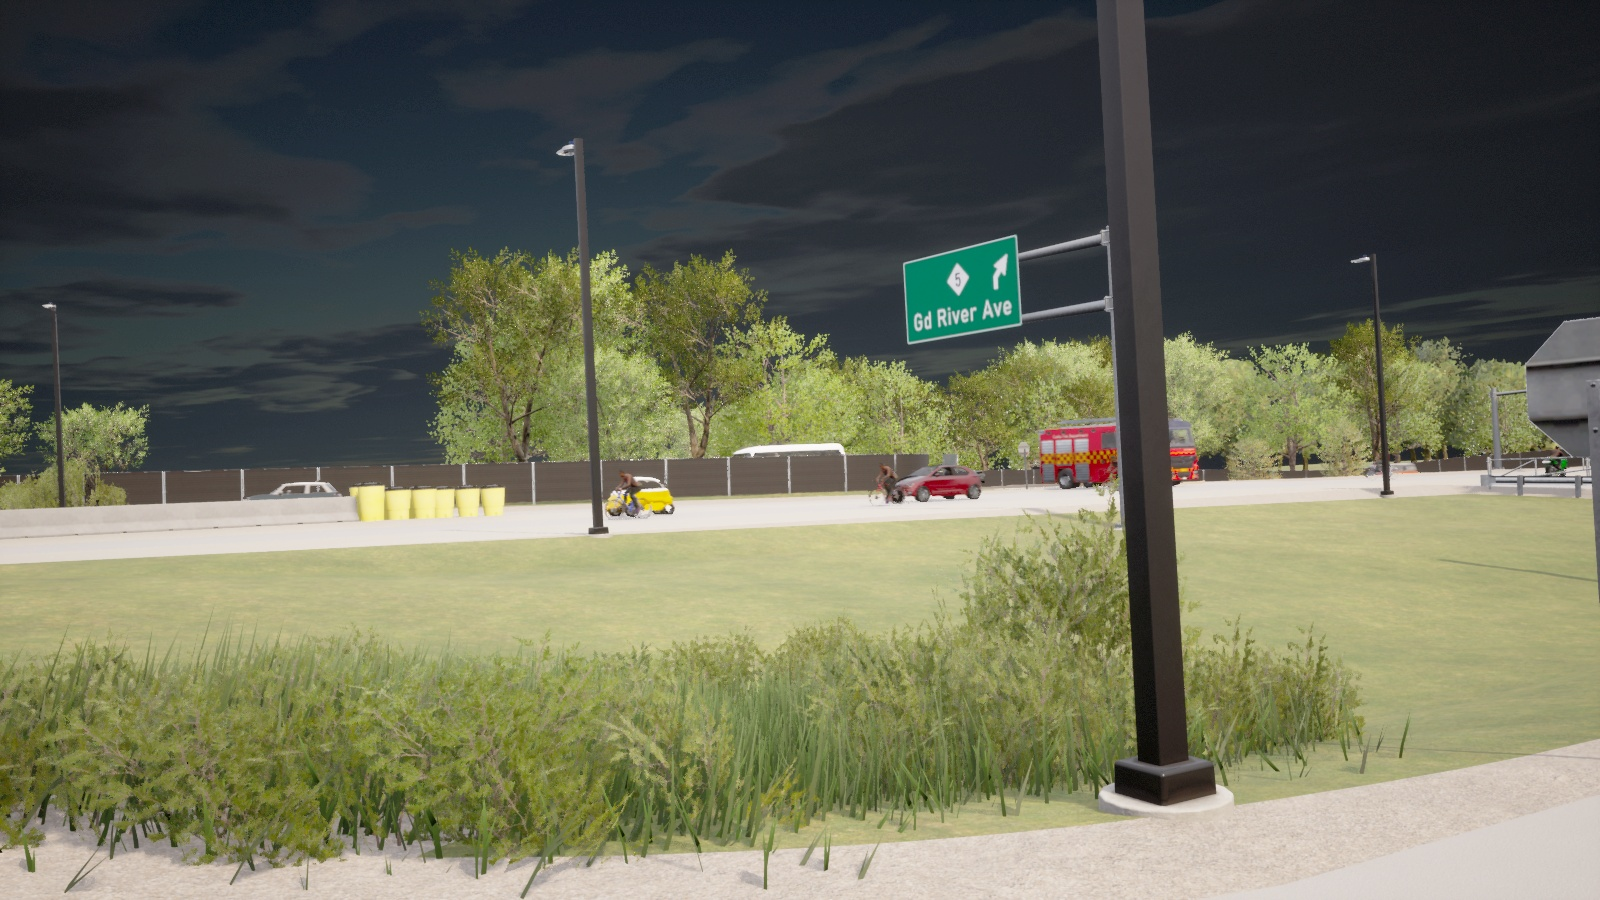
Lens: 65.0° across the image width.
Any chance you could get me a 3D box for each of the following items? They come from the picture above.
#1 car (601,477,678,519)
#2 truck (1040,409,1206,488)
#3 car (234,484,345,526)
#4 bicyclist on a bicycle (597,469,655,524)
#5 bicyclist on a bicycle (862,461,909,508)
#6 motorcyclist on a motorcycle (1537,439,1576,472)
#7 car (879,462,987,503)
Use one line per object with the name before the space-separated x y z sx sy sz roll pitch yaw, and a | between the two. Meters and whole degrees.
car | -5.596 1.670 43.766 2.207 1.376 1.481 -1 -2 -35
truck | 17.232 0.006 67.602 2.891 3.827 8.468 -2 -1 -39
car | -20.311 2.174 50.142 3.806 1.475 1.970 -2 -1 -12
bicyclist on a bicycle | -5.471 1.463 39.607 1.656 1.620 0.582 -2 -1 -35
bicyclist on a bicycle | 3.104 1.230 45.536 1.656 1.620 0.582 -2 -1 -35
motorcyclist on a motorcycle | 36.005 0.261 59.761 2.044 1.523 0.797 -1 0 -35
car | 5.467 1.330 51.416 4.193 1.474 1.816 -2 -2 -35
